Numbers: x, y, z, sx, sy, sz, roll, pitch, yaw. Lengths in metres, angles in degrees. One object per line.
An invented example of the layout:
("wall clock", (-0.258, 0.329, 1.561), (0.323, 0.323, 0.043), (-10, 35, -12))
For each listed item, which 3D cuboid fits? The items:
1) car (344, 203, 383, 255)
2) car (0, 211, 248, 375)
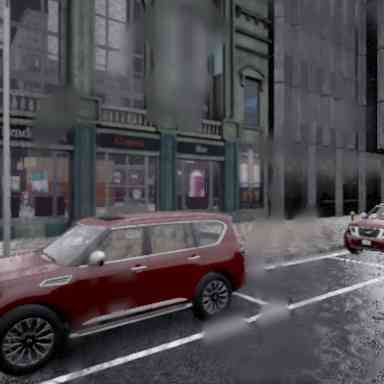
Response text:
("car", (7.625, 1.293, 12.089), (5.009, 1.841, 2.192), (0, 0, -36))
("car", (-1.233, 1.311, 5.769), (5.009, 1.841, 2.192), (0, 0, -36))
